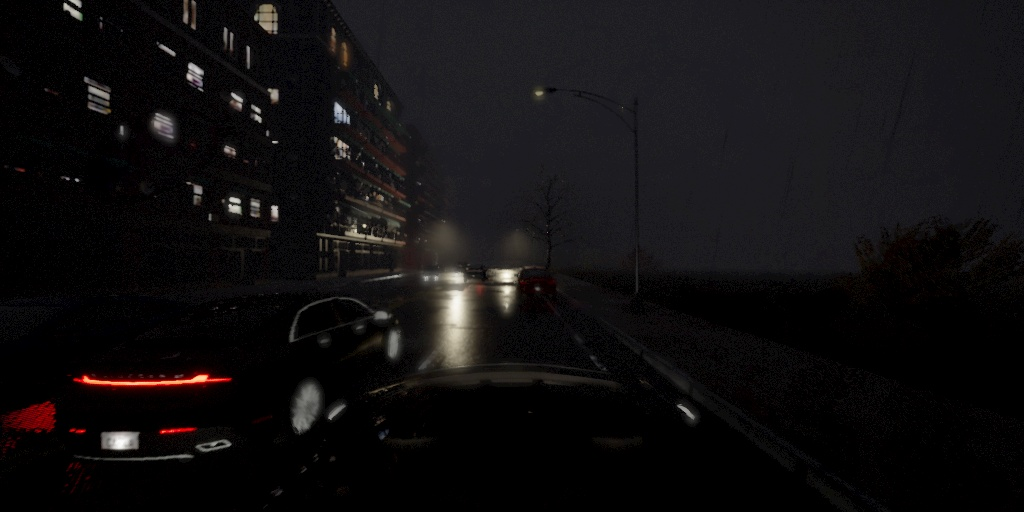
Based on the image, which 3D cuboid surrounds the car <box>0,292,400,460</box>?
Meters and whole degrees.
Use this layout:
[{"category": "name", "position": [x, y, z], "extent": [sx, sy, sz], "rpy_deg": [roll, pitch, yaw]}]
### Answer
[{"category": "car", "position": [-3.146, 1.278, 5.308], "extent": [1.837, 1.490, 4.892], "rpy_deg": [0, -1, 0]}]

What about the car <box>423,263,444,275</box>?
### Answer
[{"category": "car", "position": [-9.798, 1.612, 45.181], "extent": [1.994, 1.385, 4.181], "rpy_deg": [0, 0, 0]}]

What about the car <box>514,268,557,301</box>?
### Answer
[{"category": "car", "position": [1.157, 1.344, 18.409], "extent": [1.882, 1.535, 5.008], "rpy_deg": [0, 0, 0]}]

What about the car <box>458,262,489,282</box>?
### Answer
[{"category": "car", "position": [-3.113, 1.448, 31.554], "extent": [2.128, 1.511, 4.902], "rpy_deg": [0, 0, 0]}]

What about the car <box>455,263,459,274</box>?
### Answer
[{"category": "car", "position": [-6.543, 1.576, 48.563], "extent": [1.837, 1.490, 4.892], "rpy_deg": [0, 0, 0]}]

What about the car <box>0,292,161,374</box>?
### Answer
[{"category": "car", "position": [-6.611, 1.300, 5.175], "extent": [1.812, 1.442, 4.674], "rpy_deg": [0, 0, 0]}]
